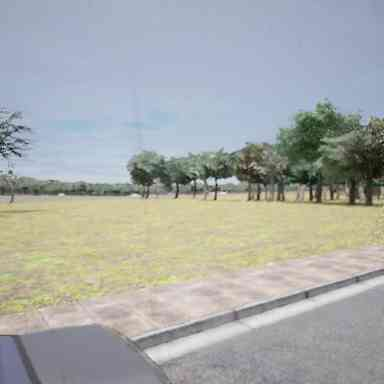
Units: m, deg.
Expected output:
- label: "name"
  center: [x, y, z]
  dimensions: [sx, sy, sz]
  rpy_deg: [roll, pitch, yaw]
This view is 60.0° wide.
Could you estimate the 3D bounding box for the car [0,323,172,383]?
- label: "car"
  center: [-2.501, 1.556, 1.289]
  dimensions: [5.357, 1.411, 2.033]
  rpy_deg: [0, 0, -35]
